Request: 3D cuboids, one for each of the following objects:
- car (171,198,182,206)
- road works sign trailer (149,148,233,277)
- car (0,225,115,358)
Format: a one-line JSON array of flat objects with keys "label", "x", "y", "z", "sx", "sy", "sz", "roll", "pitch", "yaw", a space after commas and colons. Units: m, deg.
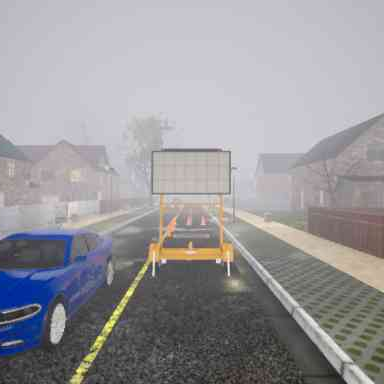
[{"label": "car", "x": -2.913, "y": 1.810, "z": 62.784, "sx": 1.812, "sy": 1.442, "sz": 4.674, "roll": 0, "pitch": 0, "yaw": 0}, {"label": "road works sign trailer", "x": -0.026, "y": 0.473, "z": 10.221, "sx": 2.380, "sy": 3.560, "sz": 2.880, "roll": 0, "pitch": 0, "yaw": 0}, {"label": "car", "x": -2.866, "y": 1.482, "z": 6.428, "sx": 1.882, "sy": 1.535, "sz": 5.008, "roll": 0, "pitch": 0, "yaw": 0}]
